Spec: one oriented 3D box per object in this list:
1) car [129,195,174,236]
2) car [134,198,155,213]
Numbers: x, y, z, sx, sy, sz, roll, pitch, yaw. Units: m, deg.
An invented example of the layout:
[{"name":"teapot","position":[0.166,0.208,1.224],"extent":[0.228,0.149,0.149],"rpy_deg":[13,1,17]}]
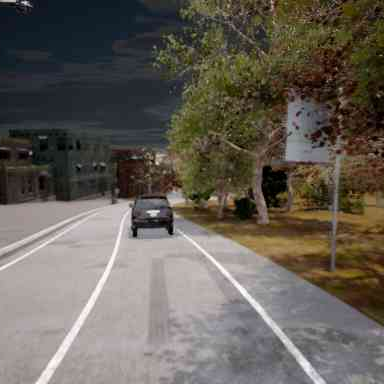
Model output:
[{"name":"car","position":[-2.364,1.222,18.950],"extent":[2.150,2.045,5.566],"rpy_deg":[-1,0,-10]},{"name":"car","position":[-5.362,1.482,38.101],"extent":[2.128,1.511,4.902],"rpy_deg":[-1,0,-7]}]
